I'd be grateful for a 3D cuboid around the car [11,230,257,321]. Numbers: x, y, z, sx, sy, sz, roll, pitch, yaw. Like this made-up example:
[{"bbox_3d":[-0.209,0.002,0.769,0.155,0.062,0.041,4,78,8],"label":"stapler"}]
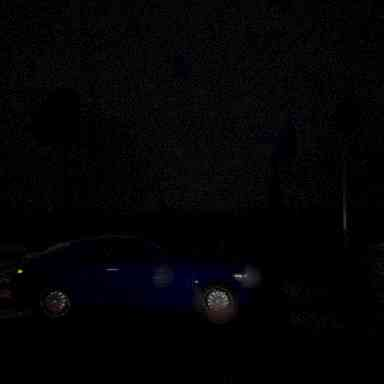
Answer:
[{"bbox_3d":[-1.082,1.516,6.629,4.674,1.442,1.812,0,0,1],"label":"car"}]
